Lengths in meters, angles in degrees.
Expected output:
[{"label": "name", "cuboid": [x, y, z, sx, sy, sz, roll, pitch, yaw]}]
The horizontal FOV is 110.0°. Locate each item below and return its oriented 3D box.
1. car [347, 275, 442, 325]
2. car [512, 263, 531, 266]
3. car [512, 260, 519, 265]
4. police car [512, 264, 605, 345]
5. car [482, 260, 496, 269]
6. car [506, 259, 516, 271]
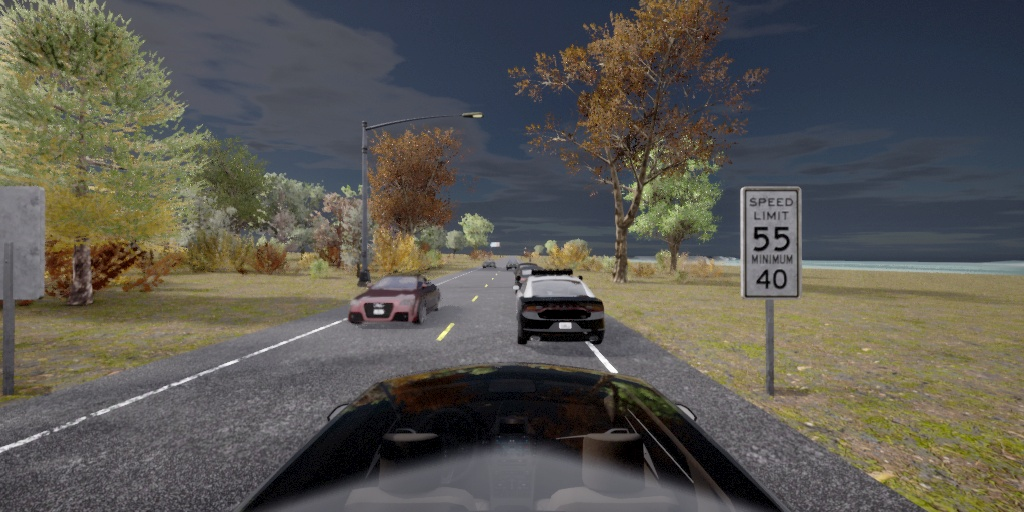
[{"label": "car", "cuboid": [-3.587, 1.313, 11.646, 1.994, 1.385, 4.181, 0, 0, 0]}, {"label": "car", "cuboid": [1.076, 1.274, 19.559, 1.812, 1.442, 4.674, 0, 0, 0]}, {"label": "car", "cuboid": [1.096, 1.253, 25.558, 1.837, 1.490, 4.892, 0, 0, 0]}, {"label": "police car", "cuboid": [1.057, 1.175, 9.674, 1.930, 1.638, 5.238, 0, 0, 0]}, {"label": "car", "cuboid": [-3.450, 1.300, 54.939, 1.994, 1.385, 4.181, 0, 0, 0]}, {"label": "car", "cuboid": [0.160, 1.341, 49.589, 1.895, 1.301, 4.718, 0, 0, 1]}]
